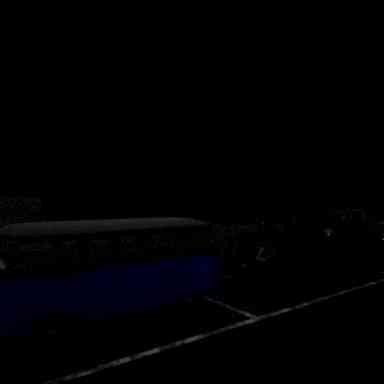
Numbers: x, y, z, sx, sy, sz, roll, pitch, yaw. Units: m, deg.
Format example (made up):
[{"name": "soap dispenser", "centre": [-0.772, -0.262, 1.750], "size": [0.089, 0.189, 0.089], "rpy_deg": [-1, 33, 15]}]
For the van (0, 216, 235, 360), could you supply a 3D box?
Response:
[{"name": "van", "centre": [-1.369, 1.351, 5.672], "size": [3.998, 1.788, 1.690], "rpy_deg": [0, 0, -36]}]

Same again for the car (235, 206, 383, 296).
[{"name": "car", "centre": [3.197, 1.352, 8.933], "size": [5.009, 1.841, 2.192], "rpy_deg": [0, 0, -36]}]
